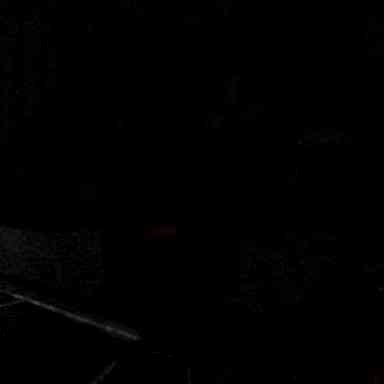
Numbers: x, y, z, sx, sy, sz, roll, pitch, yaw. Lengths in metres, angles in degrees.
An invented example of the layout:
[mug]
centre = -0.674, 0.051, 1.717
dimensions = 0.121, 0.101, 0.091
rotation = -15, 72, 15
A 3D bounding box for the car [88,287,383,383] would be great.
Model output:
[car]
centre = 1.058, 1.440, 2.214
dimensions = 4.097, 1.590, 1.967
rotation = 0, 0, 36
